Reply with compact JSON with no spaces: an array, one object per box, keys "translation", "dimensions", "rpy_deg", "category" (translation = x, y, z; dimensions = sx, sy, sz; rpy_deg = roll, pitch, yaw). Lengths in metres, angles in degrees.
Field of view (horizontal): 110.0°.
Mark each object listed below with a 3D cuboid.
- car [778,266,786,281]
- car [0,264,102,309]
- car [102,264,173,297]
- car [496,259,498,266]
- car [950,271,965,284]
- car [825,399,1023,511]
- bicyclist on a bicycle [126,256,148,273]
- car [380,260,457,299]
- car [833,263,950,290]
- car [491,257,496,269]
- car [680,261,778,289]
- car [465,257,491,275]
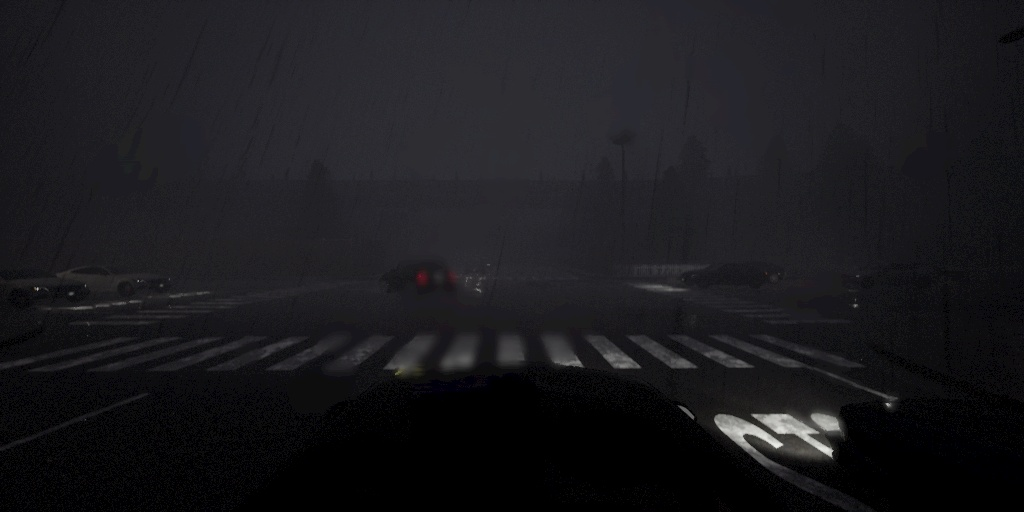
[{"translation":[15.513,1.058,24.031],"dimensions":[4.892,1.490,1.837],"rpy_deg":[0,0,2],"category":"car"},{"translation":[-19.019,1.145,13.581],"dimensions":[4.674,1.442,1.812],"rpy_deg":[0,0,0],"category":"car"},{"translation":[-19.027,1.123,17.085],"dimensions":[4.674,1.442,1.812],"rpy_deg":[0,0,0],"category":"car"},{"translation":[-3.389,0.865,58.840],"dimensions":[1.882,1.535,5.008],"rpy_deg":[0,0,1],"category":"car"},{"translation":[25.685,1.158,23.279],"dimensions":[4.718,1.301,1.895],"rpy_deg":[0,0,11],"category":"car"},{"translation":[3.585,1.305,0.536],"dimensions":[2.033,1.411,5.357],"rpy_deg":[0,0,0],"category":"car"},{"translation":[-29.359,0.828,28.072],"dimensions":[0.582,1.620,1.656],"rpy_deg":[0,1,0],"category":"bicyclist on a bicycle"},{"translation":[-4.634,0.983,17.343],"dimensions":[2.097,1.767,4.553],"rpy_deg":[-1,1,-42],"category":"car"},{"translation":[21.099,1.102,20.321],"dimensions":[4.674,1.442,1.812],"rpy_deg":[0,0,5],"category":"car"},{"translation":[-3.482,0.974,45.933],"dimensions":[1.837,1.490,4.892],"rpy_deg":[0,0,0],"category":"car"},{"translation":[12.226,1.100,20.721],"dimensions":[4.674,1.442,1.812],"rpy_deg":[0,0,1],"category":"car"},{"translation":[-3.499,1.027,35.527],"dimensions":[2.128,1.511,4.902],"rpy_deg":[0,0,0],"category":"car"}]
